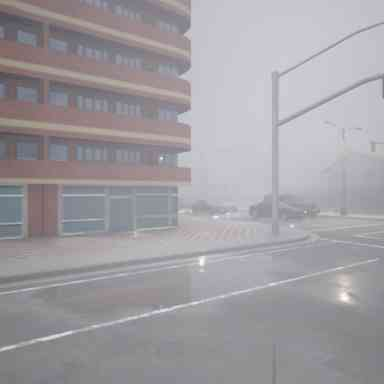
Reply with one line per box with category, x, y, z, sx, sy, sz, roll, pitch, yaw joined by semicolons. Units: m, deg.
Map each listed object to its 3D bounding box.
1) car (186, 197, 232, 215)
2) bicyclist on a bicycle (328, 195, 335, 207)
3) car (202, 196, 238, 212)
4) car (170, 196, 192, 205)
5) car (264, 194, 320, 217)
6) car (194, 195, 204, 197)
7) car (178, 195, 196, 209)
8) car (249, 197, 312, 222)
car;1.685;1.526;34.449;1.812;1.442;4.674;0;0;-35
bicyclist on a bicycle;19.295;1.301;45.856;1.656;1.620;0.582;0;0;-35
car;3.256;1.526;38.348;1.812;1.442;4.674;0;0;-35
car;-2.124;1.526;60.506;1.812;1.442;4.674;0;0;-34
car;8.795;1.221;30.302;2.150;2.045;5.566;0;0;-34
car;0.728;1.352;62.452;2.097;1.767;4.553;0;0;-35
car;-1.989;1.505;45.952;1.837;1.490;4.892;0;0;-34
car;6.808;1.478;26.973;1.882;1.535;5.008;0;0;-34
